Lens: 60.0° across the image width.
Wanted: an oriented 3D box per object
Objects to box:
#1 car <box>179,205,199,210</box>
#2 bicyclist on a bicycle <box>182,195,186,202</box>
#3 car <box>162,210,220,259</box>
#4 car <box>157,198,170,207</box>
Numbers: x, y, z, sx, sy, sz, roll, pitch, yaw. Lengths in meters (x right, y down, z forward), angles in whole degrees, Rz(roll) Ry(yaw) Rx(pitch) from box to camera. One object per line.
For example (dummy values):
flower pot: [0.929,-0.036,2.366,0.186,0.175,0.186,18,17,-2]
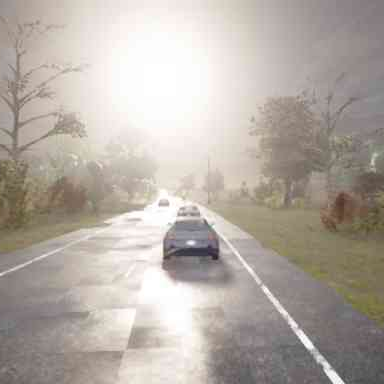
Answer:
car: [-0.246,1.670,25.453,2.033,1.411,5.357,0,0,-1]
bicyclist on a bicycle: [-2.008,1.789,88.638,0.659,1.776,1.843,0,0,-4]
car: [-0.036,1.626,12.795,1.994,1.385,4.181,0,0,0]
car: [-4.852,1.802,57.643,1.812,1.442,4.674,0,0,-2]
